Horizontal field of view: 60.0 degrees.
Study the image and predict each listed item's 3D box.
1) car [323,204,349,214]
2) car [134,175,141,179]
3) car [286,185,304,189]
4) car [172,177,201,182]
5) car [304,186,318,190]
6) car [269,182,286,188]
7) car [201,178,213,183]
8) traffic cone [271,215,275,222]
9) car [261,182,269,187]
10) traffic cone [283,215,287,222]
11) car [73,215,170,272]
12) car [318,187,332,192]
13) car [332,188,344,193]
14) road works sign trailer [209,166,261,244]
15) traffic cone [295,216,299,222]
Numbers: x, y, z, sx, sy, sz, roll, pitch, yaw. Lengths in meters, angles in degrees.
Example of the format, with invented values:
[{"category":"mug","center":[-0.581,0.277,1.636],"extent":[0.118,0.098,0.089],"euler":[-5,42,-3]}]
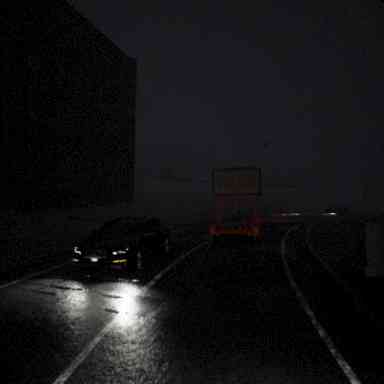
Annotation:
[{"category":"car","center":[20.578,2.377,47.469],"extent":[4.181,1.385,1.994],"euler":[1,-4,-37]},{"category":"car","center":[-11.131,-2.619,57.763],"extent":[4.553,1.767,2.185],"euler":[2,-5,-27]},{"category":"car","center":[22.717,-0.893,76.633],"extent":[4.792,1.488,2.163],"euler":[3,-5,-32]},{"category":"car","center":[-1.423,-2.116,62.786],"extent":[4.892,1.521,2.231],"euler":[2,-5,-27]},{"category":"car","center":[27.318,-0.618,79.670],"extent":[4.674,1.452,2.002],"euler":[3,-6,-33]},{"category":"car","center":[17.883,-1.316,73.584],"extent":[4.553,1.767,2.185],"euler":[3,-5,-31]},{"category":"car","center":[3.470,-1.912,65.332],"extent":[4.892,1.521,2.231],"euler":[2,-5,-28]},{"category":"traffic cone","center":[6.903,2.266,28.457],"extent":[0.340,0.580,0.340],"euler":[-2,-2,22]},{"category":"car","center":[13.152,-1.441,70.733],"extent":[5.008,1.535,2.097],"euler":[3,-5,-30]},{"category":"traffic cone","center":[7.826,2.232,28.078],"extent":[0.340,0.580,0.340],"euler":[-2,-2,22]},{"category":"car","center":[-2.113,1.589,11.280],"extent":[1.837,1.490,4.892],"euler":[-1,-1,12]},{"category":"car","center":[31.772,-0.387,82.752],"extent":[4.892,1.521,2.231],"euler":[3,-6,-35]},{"category":"car","center":[36.329,-0.206,86.066],"extent":[4.553,1.767,2.185],"euler":[4,-6,-36]},{"category":"road works sign trailer","center":[2.252,0.575,16.435],"extent":[2.380,3.560,2.880],"euler":[-1,-1,17]},{"category":"traffic cone","center":[8.748,2.199,27.701],"extent":[0.340,0.580,0.340],"euler":[-2,-2,22]}]
